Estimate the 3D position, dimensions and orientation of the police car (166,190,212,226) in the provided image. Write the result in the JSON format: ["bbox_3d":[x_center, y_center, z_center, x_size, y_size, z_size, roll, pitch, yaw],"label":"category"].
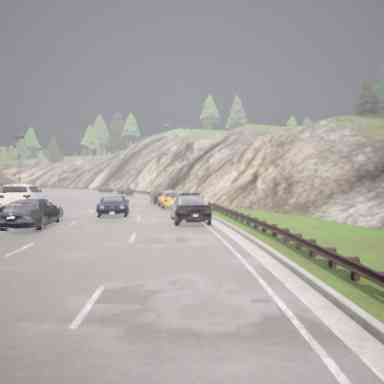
[{"bbox_3d":[-0.159,0.850,18.592,1.930,1.638,5.238,0,2,-8],"label":"police car"}]

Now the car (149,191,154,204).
[{"bbox_3d":[-3.257,0.443,34.502,1.837,1.490,4.892,0,2,-14],"label":"car"}]

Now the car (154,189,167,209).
[{"bbox_3d":[-1.905,0.570,28.725,1.801,1.575,5.366,0,2,-12],"label":"car"}]

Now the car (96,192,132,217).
[{"bbox_3d":[-5.256,0.908,22.458,1.895,1.301,4.718,0,2,-10],"label":"car"}]

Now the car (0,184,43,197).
[{"bbox_3d":[-13.109,0.423,25.909,2.150,2.045,5.566,0,2,-13],"label":"car"}]

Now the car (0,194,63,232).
[{"bbox_3d":[-7.856,1.043,16.345,2.033,1.411,5.357,0,2,-8],"label":"car"}]

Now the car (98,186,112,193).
[{"bbox_3d":[-17.404,-0.530,66.945,1.994,1.385,4.181,-1,2,-31],"label":"car"}]

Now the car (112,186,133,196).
[{"bbox_3d":[-10.826,-0.154,53.547,2.128,1.511,4.902,-1,2,-24],"label":"car"}]
